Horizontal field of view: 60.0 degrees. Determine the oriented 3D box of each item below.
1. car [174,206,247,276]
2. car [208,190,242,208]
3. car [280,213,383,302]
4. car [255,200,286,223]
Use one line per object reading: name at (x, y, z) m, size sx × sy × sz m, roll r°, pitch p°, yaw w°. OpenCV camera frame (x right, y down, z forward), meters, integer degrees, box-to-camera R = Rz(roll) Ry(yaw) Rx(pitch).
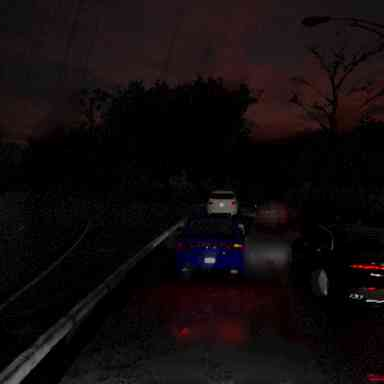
car at (0.614, 1.449, 10.409) m, size 1.882 × 1.535 × 5.008 m, roll 0°, pitch 1°, yaw 4°
car at (2.550, 0.815, 25.313) m, size 2.150 × 2.045 × 5.566 m, roll 1°, pitch 3°, yaw 11°
car at (3.704, 1.505, 8.210) m, size 1.837 × 1.490 × 4.892 m, roll 0°, pitch 0°, yaw 3°
car at (5.293, 1.263, 22.435) m, size 2.033 × 1.411 × 5.357 m, roll 1°, pitch 2°, yaw 10°
